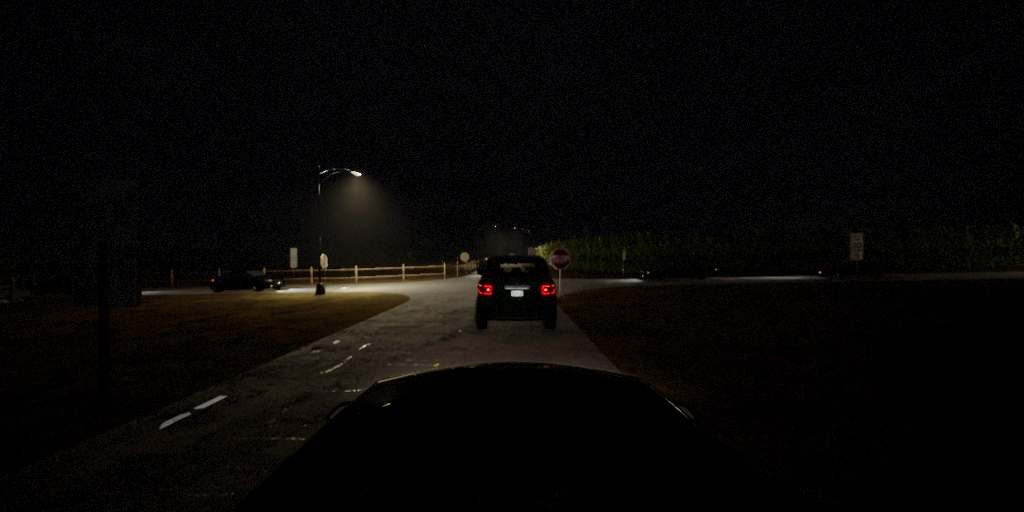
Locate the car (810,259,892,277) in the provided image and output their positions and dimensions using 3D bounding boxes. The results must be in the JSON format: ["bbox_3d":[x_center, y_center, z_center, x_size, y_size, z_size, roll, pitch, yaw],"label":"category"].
[{"bbox_3d":[25.490,0.890,27.125,4.718,1.301,1.895,-1,0,0],"label":"car"}]

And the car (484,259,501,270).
[{"bbox_3d":[-2.789,1.169,52.261,2.128,1.511,4.902,0,0,0],"label":"car"}]

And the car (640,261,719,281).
[{"bbox_3d":[12.571,1.080,27.109,5.357,1.411,2.033,-1,0,1],"label":"car"}]

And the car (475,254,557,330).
[{"bbox_3d":[0.055,1.000,11.373,2.150,2.045,5.566,0,0,-1],"label":"car"}]

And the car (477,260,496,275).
[{"bbox_3d":[-2.758,1.242,39.606,1.837,1.490,4.892,0,0,-2],"label":"car"}]

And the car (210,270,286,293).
[{"bbox_3d":[-17.594,1.664,24.010,4.181,1.385,1.994,-1,0,0],"label":"car"}]

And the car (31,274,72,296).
[{"bbox_3d":[-29.045,1.882,23.962,4.181,1.385,1.994,-1,0,0],"label":"car"}]
